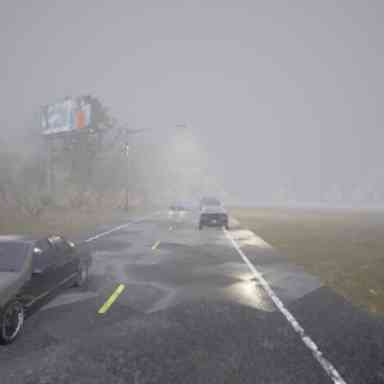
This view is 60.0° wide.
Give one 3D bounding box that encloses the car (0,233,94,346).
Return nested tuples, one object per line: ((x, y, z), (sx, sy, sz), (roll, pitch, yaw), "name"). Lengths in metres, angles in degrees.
((-3.551, 1.584, 6.668), (2.033, 1.411, 5.357), (0, 0, 1), "car")

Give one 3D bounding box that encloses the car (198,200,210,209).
((2.107, 2.098, 57.171), (1.812, 1.442, 4.674), (0, -1, 4), "car")

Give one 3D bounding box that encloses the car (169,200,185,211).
((-2.082, 1.904, 47.372), (1.882, 1.535, 5.008), (0, -1, 4), "car")

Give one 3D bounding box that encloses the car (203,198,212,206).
((3.437, 2.151, 73.001), (1.882, 1.535, 5.008), (0, -1, 5), "car")

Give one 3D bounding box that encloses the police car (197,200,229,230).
((1.400, 1.573, 22.413), (1.930, 1.638, 5.238), (0, 0, 2), "police car")

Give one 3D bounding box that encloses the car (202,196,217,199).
((2.033, 1.534, 38.270), (2.150, 2.045, 5.566), (0, -1, 3), "car")
